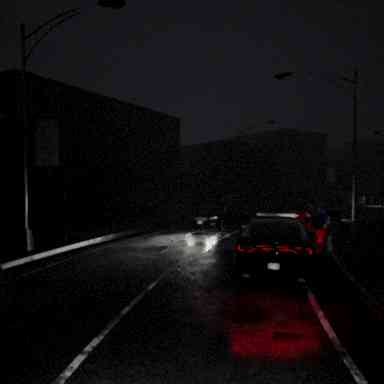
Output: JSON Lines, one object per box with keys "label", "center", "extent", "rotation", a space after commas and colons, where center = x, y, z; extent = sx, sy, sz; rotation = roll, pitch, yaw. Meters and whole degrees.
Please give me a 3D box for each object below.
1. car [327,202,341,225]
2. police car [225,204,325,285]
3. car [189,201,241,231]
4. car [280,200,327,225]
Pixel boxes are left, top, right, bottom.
{"label": "car", "center": [8.830, 1.390, 22.859], "extent": [1.812, 1.442, 4.674], "rotation": [1, 1, 36]}
{"label": "police car", "center": [2.401, 1.352, 9.564], "extent": [1.930, 1.638, 5.238], "rotation": [1, 1, 15]}
{"label": "car", "center": [1.555, 1.303, 19.433], "extent": [2.128, 1.511, 4.902], "rotation": [1, 1, 28]}
{"label": "car", "center": [5.814, 1.229, 18.097], "extent": [2.097, 1.767, 4.553], "rotation": [1, 1, 28]}
